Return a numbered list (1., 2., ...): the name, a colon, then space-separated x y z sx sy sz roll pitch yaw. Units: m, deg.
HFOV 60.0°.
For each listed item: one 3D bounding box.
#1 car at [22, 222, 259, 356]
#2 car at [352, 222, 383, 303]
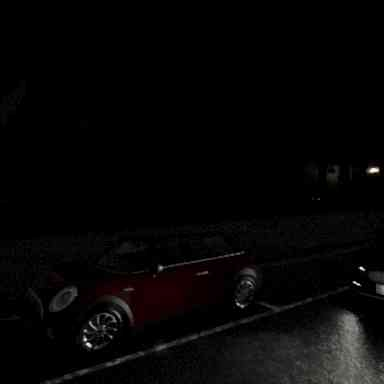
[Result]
1. car: -0.774 1.423 5.976 4.097 1.590 1.967 0 0 -35
2. car: 5.386 1.437 7.211 4.902 1.511 2.128 0 0 -35
